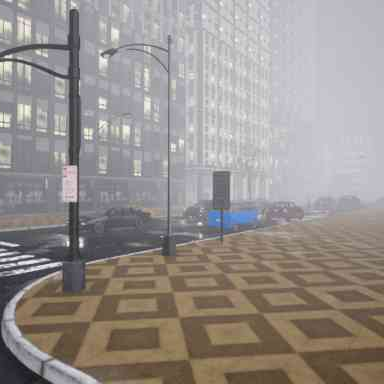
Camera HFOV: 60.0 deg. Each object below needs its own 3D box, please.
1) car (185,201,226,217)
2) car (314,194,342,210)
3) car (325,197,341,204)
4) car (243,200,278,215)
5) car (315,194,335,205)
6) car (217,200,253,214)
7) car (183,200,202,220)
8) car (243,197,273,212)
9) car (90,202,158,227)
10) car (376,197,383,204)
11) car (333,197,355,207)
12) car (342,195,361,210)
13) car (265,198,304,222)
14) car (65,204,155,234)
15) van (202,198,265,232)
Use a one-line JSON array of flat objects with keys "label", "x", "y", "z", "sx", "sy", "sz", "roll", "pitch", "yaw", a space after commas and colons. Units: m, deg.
[{"label": "car", "x": 1.322, "y": 1.604, "z": 31.685, "sx": 1.802, "sy": 1.307, "sz": 4.206, "roll": 0, "pitch": 0, "yaw": 38}, {"label": "car", "x": 17.940, "y": 1.400, "z": 44.423, "sx": 2.097, "sy": 1.767, "sz": 4.553, "roll": 0, "pitch": 0, "yaw": 38}, {"label": "car", "x": 28.445, "y": 1.625, "z": 66.977, "sx": 2.008, "sy": 1.369, "sz": 4.403, "roll": 0, "pitch": 0, "yaw": 38}, {"label": "car", "x": 7.307, "y": 1.594, "z": 35.406, "sx": 1.994, "sy": 1.385, "sz": 4.181, "roll": 0, "pitch": 0, "yaw": 38}, {"label": "car", "x": 25.055, "y": 1.381, "z": 62.566, "sx": 2.192, "sy": 1.841, "sz": 5.009, "roll": 0, "pitch": 0, "yaw": 38}, {"label": "car", "x": 4.713, "y": 1.571, "z": 36.097, "sx": 1.887, "sy": 1.381, "sz": 4.507, "roll": 0, "pitch": 0, "yaw": 38}, {"label": "car", "x": 1.262, "y": 1.375, "z": 27.552, "sx": 2.097, "sy": 1.767, "sz": 4.553, "roll": 0, "pitch": 0, "yaw": 38}, {"label": "car", "x": 8.103, "y": 1.471, "z": 40.508, "sx": 1.967, "sy": 1.590, "sz": 4.097, "roll": 0, "pitch": 0, "yaw": 38}, {"label": "car", "x": -4.780, "y": 1.540, "z": 23.958, "sx": 1.752, "sy": 1.417, "sz": 4.829, "roll": 0, "pitch": 0, "yaw": 38}, {"label": "car", "x": 38.082, "y": 1.659, "z": 66.585, "sx": 1.947, "sy": 1.339, "sz": 4.313, "roll": 0, "pitch": 0, "yaw": 38}, {"label": "car", "x": 23.988, "y": 1.552, "z": 52.287, "sx": 2.128, "sy": 1.511, "sz": 4.902, "roll": 0, "pitch": 0, "yaw": 37}, {"label": "car", "x": 21.131, "y": 1.369, "z": 44.529, "sx": 2.192, "sy": 1.841, "sz": 5.009, "roll": 0, "pitch": 0, "yaw": 38}, {"label": "car", "x": 7.570, "y": 1.472, "z": 26.882, "sx": 1.967, "sy": 1.590, "sz": 4.097, "roll": 0, "pitch": 0, "yaw": 38}, {"label": "car", "x": -4.711, "y": 1.563, "z": 19.788, "sx": 2.033, "sy": 1.411, "sz": 5.357, "roll": 0, "pitch": 0, "yaw": 38}, {"label": "van", "x": 2.613, "y": 1.368, "z": 20.250, "sx": 1.690, "sy": 1.788, "sz": 3.998, "roll": 0, "pitch": 0, "yaw": 38}]
